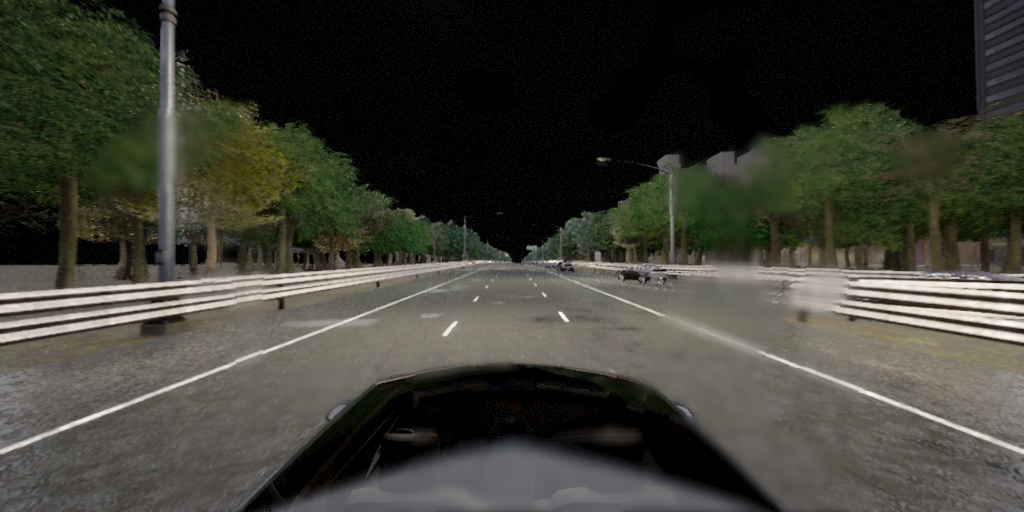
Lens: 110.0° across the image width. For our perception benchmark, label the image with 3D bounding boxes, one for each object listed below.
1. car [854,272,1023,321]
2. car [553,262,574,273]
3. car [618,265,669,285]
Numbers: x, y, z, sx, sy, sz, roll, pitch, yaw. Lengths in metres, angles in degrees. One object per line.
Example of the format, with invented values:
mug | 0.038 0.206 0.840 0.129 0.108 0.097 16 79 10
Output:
car | 15.432 1.299 12.771 2.128 1.511 4.902 0 -1 -22
car | 7.179 1.492 48.957 1.837 1.490 4.892 0 0 -2
car | 10.218 1.409 28.277 2.128 1.511 4.902 0 0 -14
